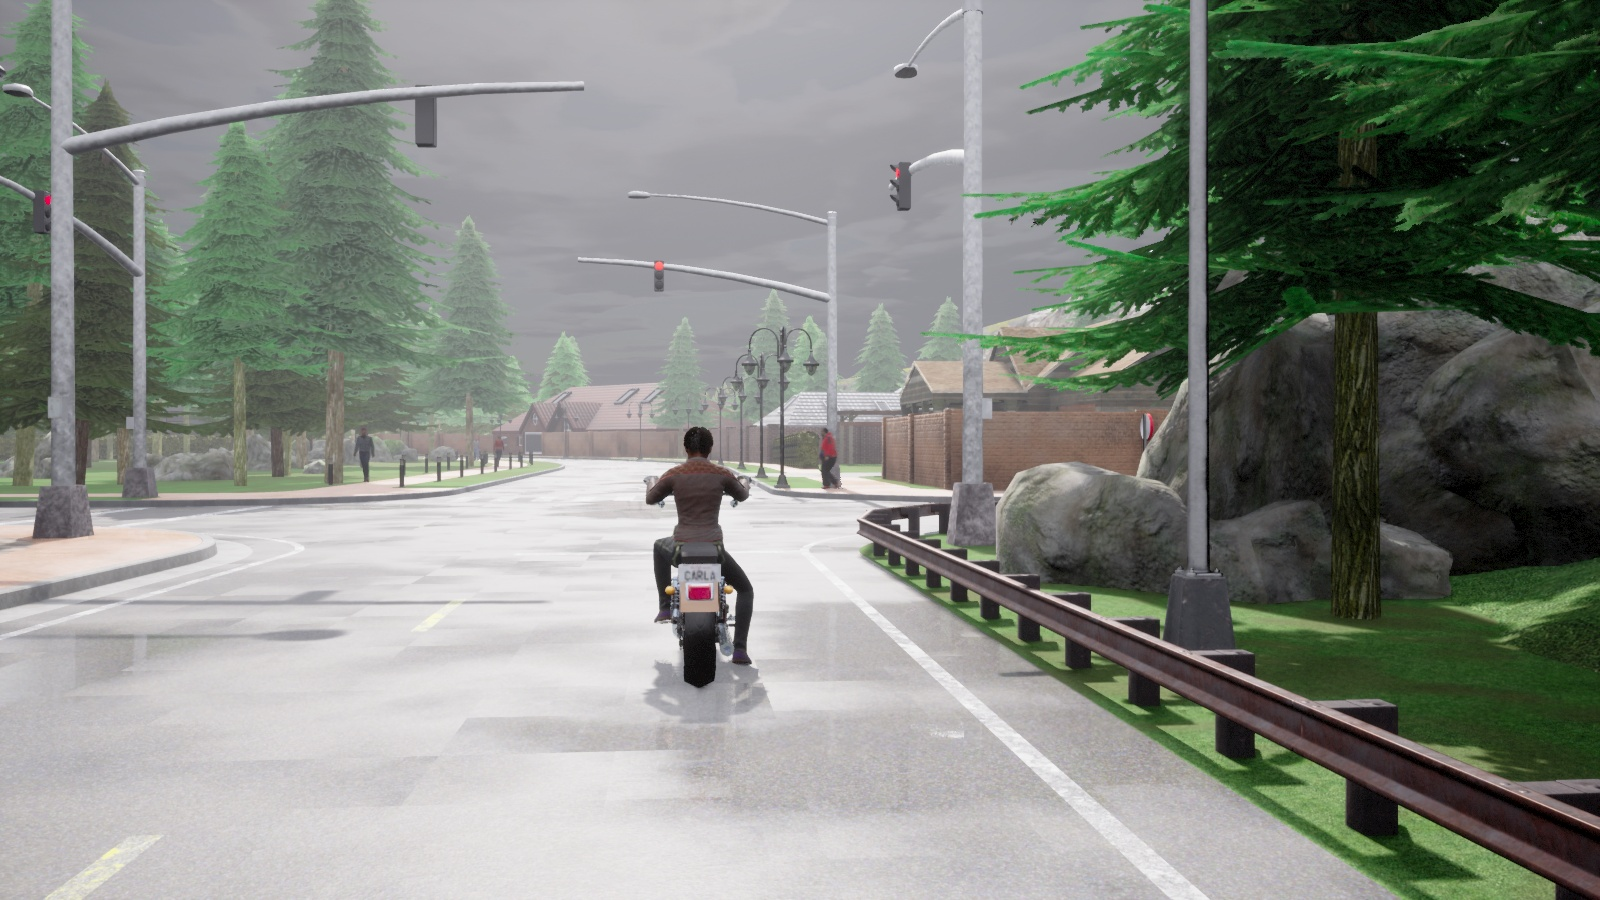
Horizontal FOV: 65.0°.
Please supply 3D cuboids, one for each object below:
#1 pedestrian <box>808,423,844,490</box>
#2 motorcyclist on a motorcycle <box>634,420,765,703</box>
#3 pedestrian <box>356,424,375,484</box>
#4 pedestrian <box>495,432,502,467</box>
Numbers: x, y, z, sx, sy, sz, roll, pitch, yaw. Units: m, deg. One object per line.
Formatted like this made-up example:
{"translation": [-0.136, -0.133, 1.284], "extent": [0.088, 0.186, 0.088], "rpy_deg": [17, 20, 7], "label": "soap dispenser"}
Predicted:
{"translation": [0.729, 0.181, 35.179], "extent": [0.899, 1.844, 0.634], "rpy_deg": [0, 0, -9], "label": "pedestrian"}
{"translation": [-0.693, 0.648, 8.534], "extent": [0.766, 1.649, 2.350], "rpy_deg": [0, 0, -5], "label": "motorcyclist on a motorcycle"}
{"translation": [-14.417, 0.125, 41.644], "extent": [0.423, 1.949, 0.788], "rpy_deg": [0, 0, -6], "label": "pedestrian"}
{"translation": [-16.350, -0.025, 68.040], "extent": [0.331, 1.846, 0.636], "rpy_deg": [0, 0, -9], "label": "pedestrian"}
